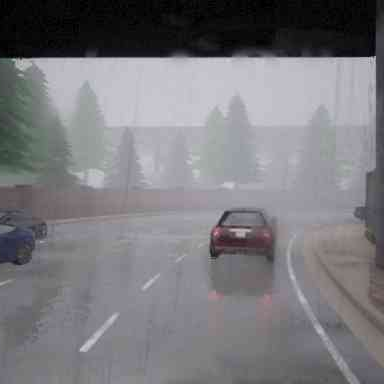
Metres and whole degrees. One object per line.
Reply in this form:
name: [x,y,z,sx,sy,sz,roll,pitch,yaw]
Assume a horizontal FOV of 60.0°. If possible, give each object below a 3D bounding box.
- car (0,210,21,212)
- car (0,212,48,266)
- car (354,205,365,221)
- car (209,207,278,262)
car: [-8.389,1.520,14.635,1.994,1.385,4.181,0,0,16]
car: [-6.152,1.497,8.890,1.812,1.442,4.674,0,0,11]
car: [14.754,1.456,24.834,5.008,1.535,1.882,0,-1,-6]
car: [2.064,1.333,12.388,2.097,1.767,4.553,0,0,15]
